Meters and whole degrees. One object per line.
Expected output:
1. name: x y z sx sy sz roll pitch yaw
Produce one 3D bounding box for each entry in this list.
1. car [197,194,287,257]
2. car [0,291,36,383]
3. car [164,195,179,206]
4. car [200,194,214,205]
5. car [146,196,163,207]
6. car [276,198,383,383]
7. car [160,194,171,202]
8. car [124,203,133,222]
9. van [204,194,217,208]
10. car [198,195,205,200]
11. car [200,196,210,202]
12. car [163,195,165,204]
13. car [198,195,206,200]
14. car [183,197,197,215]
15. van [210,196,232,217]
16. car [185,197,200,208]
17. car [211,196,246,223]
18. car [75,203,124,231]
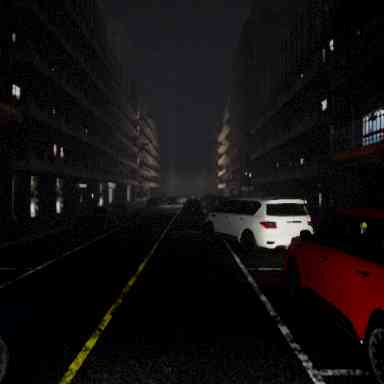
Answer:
1. car: 2.351 1.203 13.275 2.150 2.045 5.566 0 0 -20
2. car: -3.101 1.597 2.380 1.895 1.301 4.718 0 0 0
3. car: -3.057 1.435 54.779 1.837 1.490 4.892 0 -1 0
4. car: 2.691 1.238 59.992 2.192 1.841 5.009 0 0 0
5. car: -5.689 1.480 48.625 1.887 1.381 4.507 0 0 0
6. car: 3.106 1.220 5.070 2.150 2.045 5.566 0 0 0
7. car: -5.690 1.352 71.354 1.967 1.590 4.097 0 0 0
8. car: -5.689 1.544 25.895 1.802 1.307 4.206 0 0 0
9. van: 2.692 1.276 48.627 1.690 1.788 3.998 0 0 0
10. car: 2.690 1.445 94.087 2.008 1.369 4.403 0 0 0
11. car: 2.691 1.478 71.357 1.947 1.339 4.313 0 0 0
12. car: -5.690 1.474 59.990 2.008 1.369 4.403 0 0 0
13. car: 2.690 1.449 88.404 2.008 1.369 4.403 0 0 0
14. car: 0.086 1.431 32.972 1.882 1.535 5.008 0 0 0
15. van: 2.692 1.296 31.580 1.690 1.788 3.998 0 0 0
16. car: 0.079 1.482 49.645 2.033 1.411 5.357 0 0 0
17. car: 2.692 1.277 25.898 2.192 1.841 5.009 0 0 0
18. car: -5.688 1.515 20.213 1.887 1.381 4.507 0 0 0
